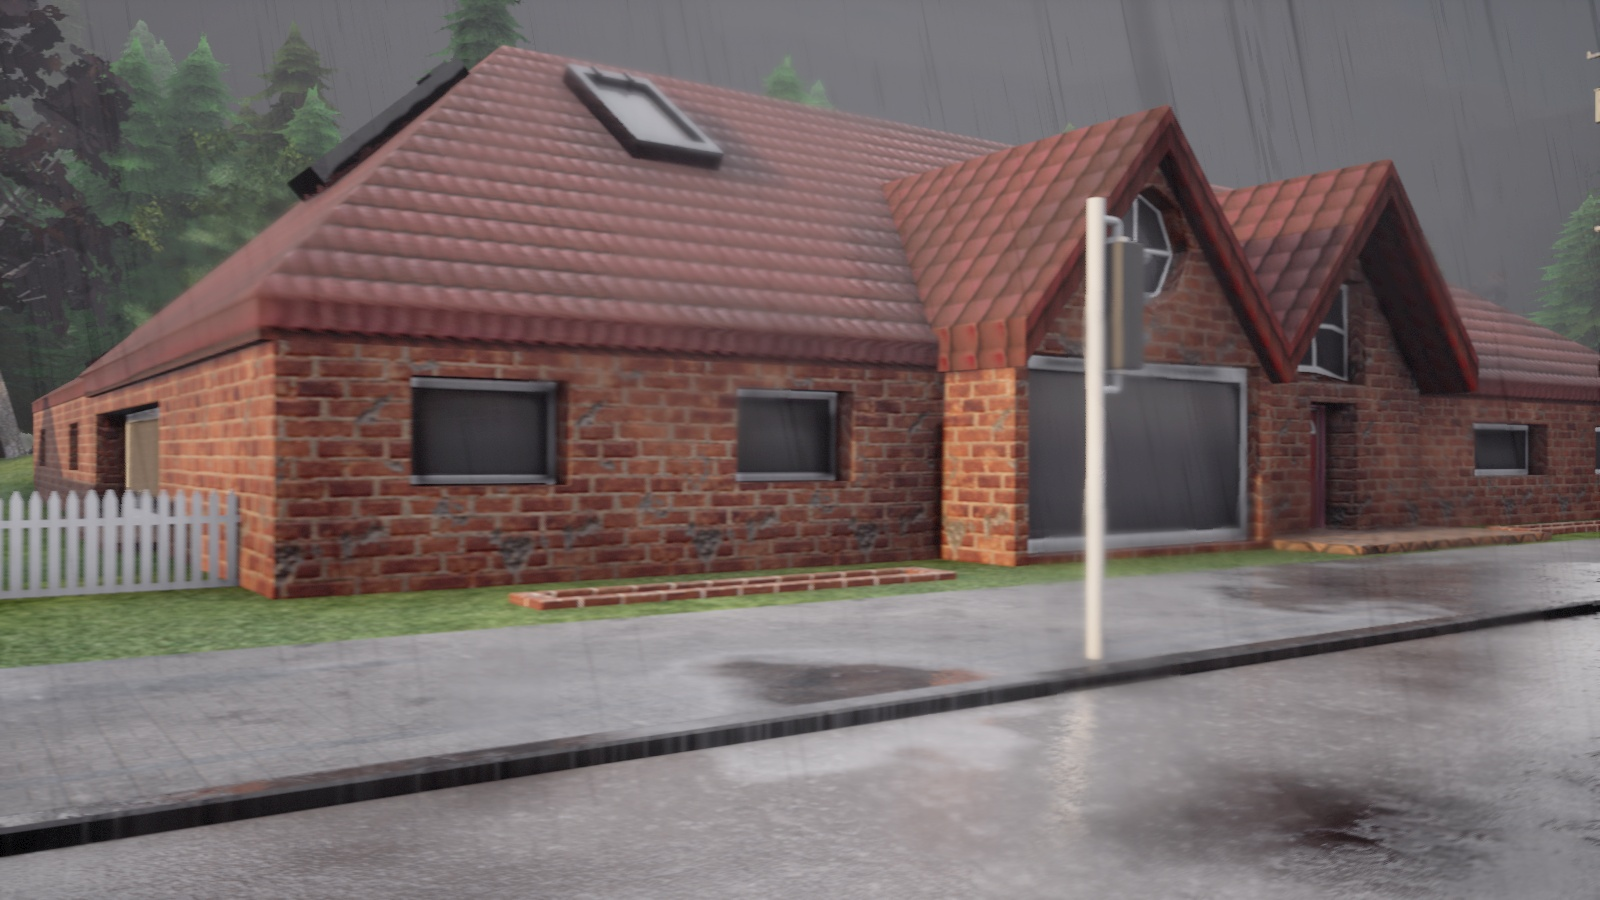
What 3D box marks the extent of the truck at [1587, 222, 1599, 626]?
[{"bbox_3d":[10.907,-0.231,11.844,7.936,3.462,2.891,0,0,-34],"label":"truck"}]
